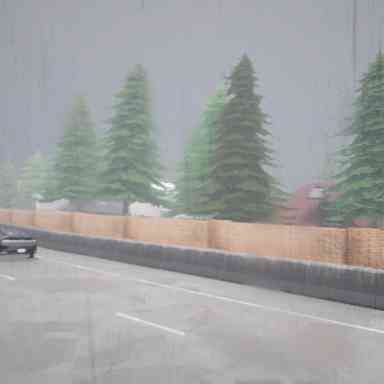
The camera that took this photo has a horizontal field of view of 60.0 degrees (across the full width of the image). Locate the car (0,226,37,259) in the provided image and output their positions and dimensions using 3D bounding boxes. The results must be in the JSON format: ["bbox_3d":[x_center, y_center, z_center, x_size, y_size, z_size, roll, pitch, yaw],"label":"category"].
[{"bbox_3d":[-9.506,2.469,16.615,4.902,1.511,2.128,-1,-7,41],"label":"car"}]
